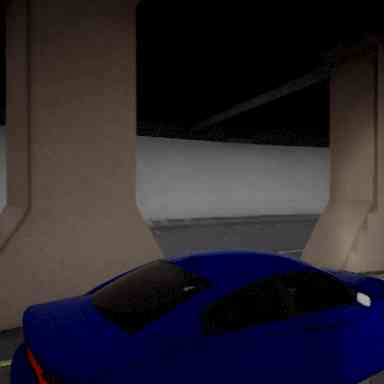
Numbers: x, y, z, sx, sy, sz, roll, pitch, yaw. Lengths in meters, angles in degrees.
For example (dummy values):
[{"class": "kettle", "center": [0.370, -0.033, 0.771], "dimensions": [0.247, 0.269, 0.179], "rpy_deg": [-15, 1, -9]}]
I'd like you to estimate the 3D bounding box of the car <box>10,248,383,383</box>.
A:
[{"class": "car", "center": [0.731, 1.430, 3.897], "dimensions": [5.008, 1.535, 1.882], "rpy_deg": [0, 0, -31]}]
